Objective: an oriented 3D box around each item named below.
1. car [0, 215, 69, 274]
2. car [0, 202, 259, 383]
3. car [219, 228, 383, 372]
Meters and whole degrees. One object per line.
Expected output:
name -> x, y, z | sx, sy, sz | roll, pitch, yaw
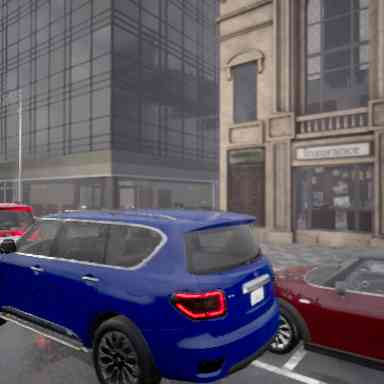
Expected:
car -> -6.432, 1.615, 11.482 | 4.829, 1.417, 1.752 | 0, -1, 37
car -> -1.436, 1.275, 5.346 | 5.566, 2.045, 2.150 | 0, -1, 36
car -> 2.695, 1.506, 4.694 | 4.097, 1.590, 1.967 | 0, -1, 37
